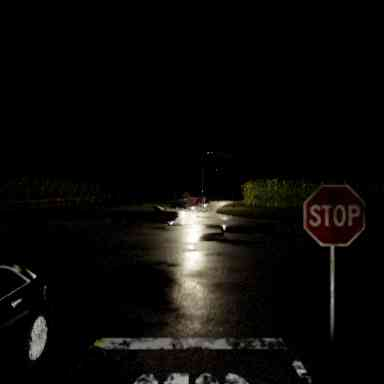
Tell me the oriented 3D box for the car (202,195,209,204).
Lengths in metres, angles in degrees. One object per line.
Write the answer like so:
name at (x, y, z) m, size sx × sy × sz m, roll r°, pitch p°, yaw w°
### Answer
car at (1.931, 1.330, 62.234) m, size 2.097 × 1.767 × 4.553 m, roll 0°, pitch 0°, yaw 12°

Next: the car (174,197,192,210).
car at (-1.463, 1.573, 41.463) m, size 1.895 × 1.301 × 4.718 m, roll 0°, pitch 0°, yaw 6°

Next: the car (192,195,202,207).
car at (-0.034, 1.535, 52.034) m, size 1.994 × 1.385 × 4.181 m, roll 0°, pitch 0°, yaw 9°

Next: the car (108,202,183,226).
car at (-3.259, 1.568, 22.927) m, size 4.718 × 1.301 × 1.895 m, roll 0°, pitch 0°, yaw 4°

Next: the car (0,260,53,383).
car at (-2.882, 1.501, 2.921) m, size 1.837 × 1.490 × 4.892 m, roll 0°, pitch 0°, yaw -1°
